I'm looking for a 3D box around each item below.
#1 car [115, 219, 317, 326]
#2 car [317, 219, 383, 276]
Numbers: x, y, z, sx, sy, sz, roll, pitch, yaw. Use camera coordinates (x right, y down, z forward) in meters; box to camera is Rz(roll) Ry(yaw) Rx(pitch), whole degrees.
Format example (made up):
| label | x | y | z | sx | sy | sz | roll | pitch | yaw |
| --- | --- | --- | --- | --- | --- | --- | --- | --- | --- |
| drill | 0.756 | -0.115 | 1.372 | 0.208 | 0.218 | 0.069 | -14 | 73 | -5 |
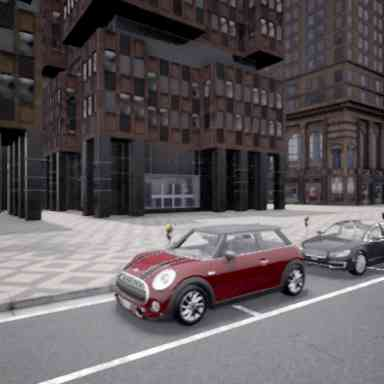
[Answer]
| label | x | y | z | sx | sy | sz | roll | pitch | yaw |
| --- | --- | --- | --- | --- | --- | --- | --- | --- | --- |
| car | 0.484 | 1.441 | 6.994 | 4.097 | 1.590 | 1.967 | 0 | 0 | -35 |
| car | 5.107 | 1.553 | 10.290 | 4.403 | 1.369 | 2.008 | 0 | 0 | -35 |
